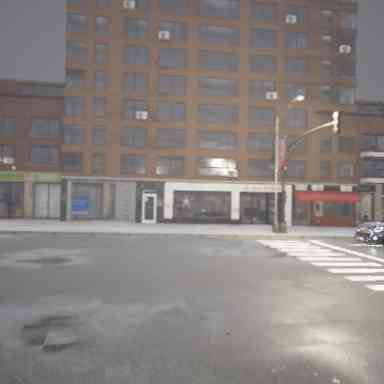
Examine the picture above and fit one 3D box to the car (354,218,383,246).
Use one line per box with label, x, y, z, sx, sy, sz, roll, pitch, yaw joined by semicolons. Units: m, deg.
car;11.107;1.934;17.650;4.553;1.767;2.097;2;-1;-7
